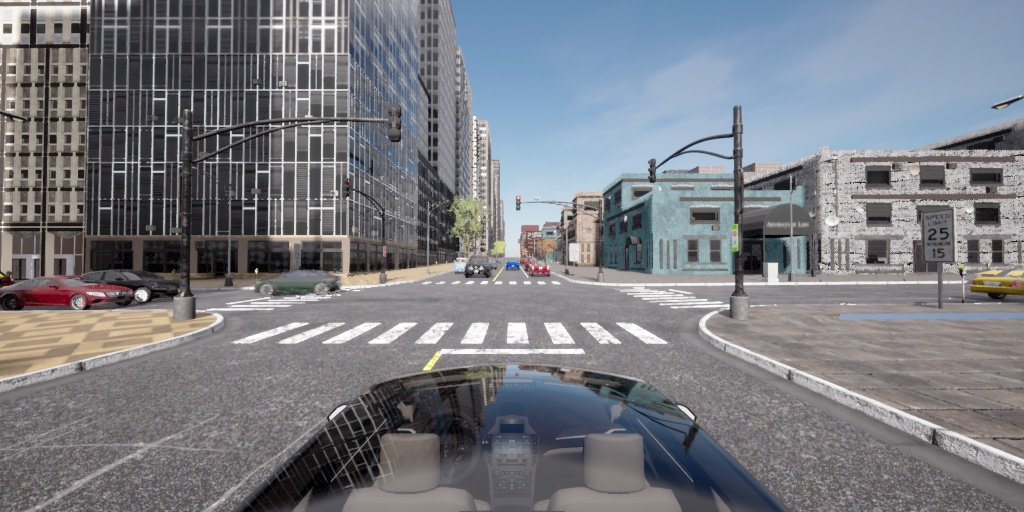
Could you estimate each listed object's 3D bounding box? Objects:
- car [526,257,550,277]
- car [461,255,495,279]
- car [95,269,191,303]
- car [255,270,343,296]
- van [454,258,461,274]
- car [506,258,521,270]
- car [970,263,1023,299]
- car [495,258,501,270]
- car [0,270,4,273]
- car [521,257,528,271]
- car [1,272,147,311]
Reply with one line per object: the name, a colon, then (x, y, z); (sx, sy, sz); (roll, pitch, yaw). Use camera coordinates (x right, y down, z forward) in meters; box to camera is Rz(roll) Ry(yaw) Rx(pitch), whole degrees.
car: (2.702, 1.194, 35.902); (1.967, 1.591, 4.097); (0, 0, 0)
car: (-3.088, 0.974, 33.605); (2.150, 2.045, 5.566); (0, 0, 0)
car: (-17.888, 1.359, 16.681); (5.008, 1.535, 1.882); (-1, -1, 0)
car: (-11.750, 1.448, 19.979); (4.181, 1.385, 1.994); (0, -1, -9)
van: (-5.677, 1.096, 41.540); (1.690, 1.789, 3.998); (0, 0, 0)
car: (0.117, 1.233, 53.512); (1.882, 1.535, 5.008); (0, 0, 0)
car: (20.694, 0.994, 13.691); (4.829, 1.417, 1.751); (0, 0, 1)
car: (-3.081, 1.303, 52.346); (2.033, 1.411, 5.357); (0, 0, 0)
car: (-23.098, 1.325, 14.125); (4.097, 1.591, 1.967); (0, 0, 1)
car: (2.706, 1.070, 47.250); (2.192, 1.841, 5.009); (0, 0, 0)
car: (-17.415, 1.413, 14.069); (4.207, 1.307, 1.802); (0, 0, 1)
